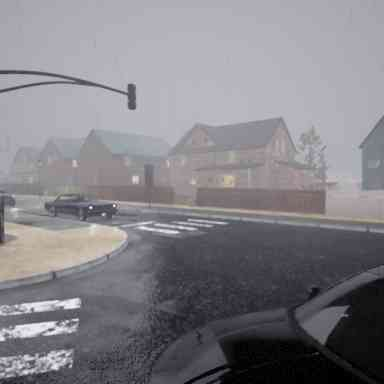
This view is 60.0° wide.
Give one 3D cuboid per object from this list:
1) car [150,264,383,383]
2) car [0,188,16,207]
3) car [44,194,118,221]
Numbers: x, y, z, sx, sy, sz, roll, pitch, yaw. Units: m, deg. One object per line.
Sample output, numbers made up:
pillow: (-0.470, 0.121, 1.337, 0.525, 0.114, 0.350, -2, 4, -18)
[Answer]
car: (2.138, 1.372, 2.696, 5.008, 1.535, 1.882, -2, 2, -13)
car: (-15.645, 0.389, 26.163, 4.892, 1.490, 1.837, 2, 3, 39)
car: (-6.224, 0.781, 18.495, 4.718, 1.301, 1.895, 2, 3, 40)
